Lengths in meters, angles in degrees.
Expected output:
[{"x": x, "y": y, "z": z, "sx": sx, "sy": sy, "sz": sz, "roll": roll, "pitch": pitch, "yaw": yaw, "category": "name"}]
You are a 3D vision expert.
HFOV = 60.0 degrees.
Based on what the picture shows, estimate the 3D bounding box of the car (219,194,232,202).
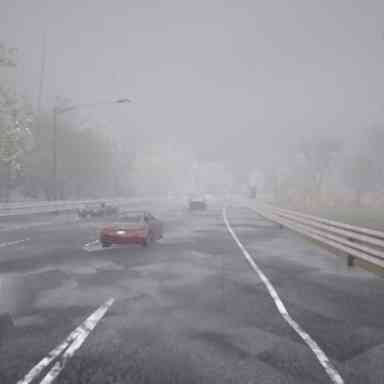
[{"x": 7.705, "y": 1.405, "z": 80.431, "sx": 2.097, "sy": 1.767, "sz": 4.553, "roll": 0, "pitch": 0, "yaw": 12, "category": "car"}]

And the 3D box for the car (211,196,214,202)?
[{"x": 4.081, "y": 1.568, "z": 80.176, "sx": 1.812, "sy": 1.442, "sz": 4.674, "roll": 0, "pitch": 0, "yaw": 11, "category": "car"}]

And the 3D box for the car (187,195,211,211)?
[{"x": 0.873, "y": 1.490, "z": 41.156, "sx": 1.882, "sy": 1.535, "sz": 5.008, "roll": 0, "pitch": 0, "yaw": 8, "category": "car"}]

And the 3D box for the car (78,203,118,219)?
[{"x": -7.951, "y": 1.590, "z": 28.723, "sx": 1.895, "sy": 1.301, "sz": 4.718, "roll": 0, "pitch": 0, "yaw": 7, "category": "car"}]

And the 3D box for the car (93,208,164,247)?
[{"x": -2.542, "y": 1.561, "z": 15.019, "sx": 1.994, "sy": 1.385, "sz": 4.181, "roll": 0, "pitch": 0, "yaw": 7, "category": "car"}]
